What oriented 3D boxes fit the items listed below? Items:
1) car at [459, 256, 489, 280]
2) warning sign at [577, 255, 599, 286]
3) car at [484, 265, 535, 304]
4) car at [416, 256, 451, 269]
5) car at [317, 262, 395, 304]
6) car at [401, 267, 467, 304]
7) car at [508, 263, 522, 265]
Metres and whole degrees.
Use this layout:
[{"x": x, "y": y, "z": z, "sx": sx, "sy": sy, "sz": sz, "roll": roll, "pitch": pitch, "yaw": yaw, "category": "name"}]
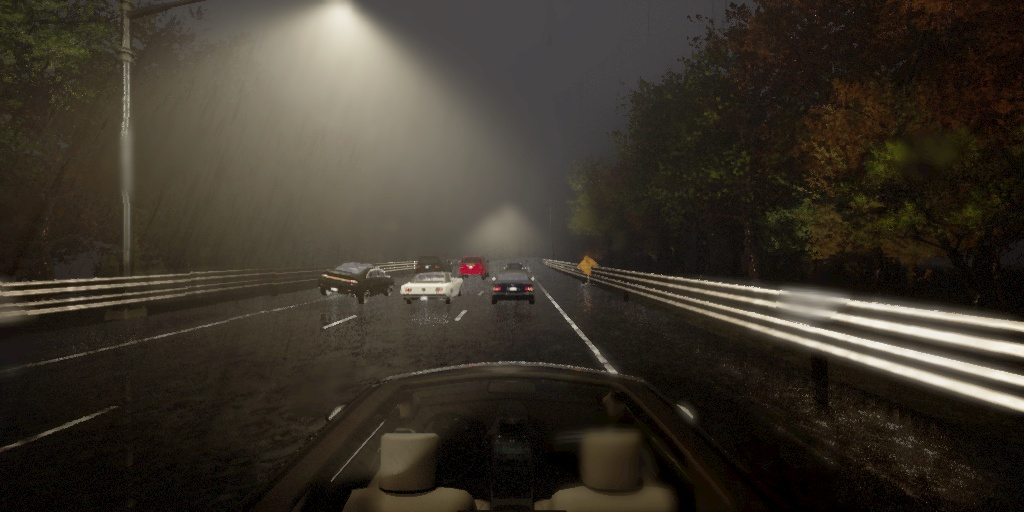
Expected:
[{"x": -3.246, "y": 1.003, "z": 31.301, "sx": 2.150, "sy": 2.045, "sz": 5.566, "roll": 0, "pitch": 0, "yaw": 1, "category": "car"}, {"x": 4.670, "y": 0.862, "z": 21.882, "sx": 1.300, "sy": 1.860, "sz": 1.060, "roll": 0, "pitch": 0, "yaw": 1, "category": "warning sign"}, {"x": 0.062, "y": 1.315, "z": 16.282, "sx": 2.033, "sy": 1.411, "sz": 5.357, "roll": 0, "pitch": 0, "yaw": 0, "category": "car"}, {"x": -6.745, "y": 1.004, "z": 31.361, "sx": 2.150, "sy": 2.045, "sz": 5.566, "roll": 0, "pitch": 0, "yaw": 1, "category": "car"}, {"x": -6.835, "y": 1.088, "z": 16.344, "sx": 2.128, "sy": 1.511, "sz": 4.902, "roll": 12, "pitch": 0, "yaw": 0, "category": "car"}, {"x": -3.437, "y": 1.368, "z": 16.342, "sx": 1.895, "sy": 1.301, "sz": 4.718, "roll": 0, "pitch": 0, "yaw": 0, "category": "car"}, {"x": 0.253, "y": 1.307, "z": 31.210, "sx": 2.033, "sy": 1.411, "sz": 5.357, "roll": 0, "pitch": 0, "yaw": 1, "category": "car"}]
